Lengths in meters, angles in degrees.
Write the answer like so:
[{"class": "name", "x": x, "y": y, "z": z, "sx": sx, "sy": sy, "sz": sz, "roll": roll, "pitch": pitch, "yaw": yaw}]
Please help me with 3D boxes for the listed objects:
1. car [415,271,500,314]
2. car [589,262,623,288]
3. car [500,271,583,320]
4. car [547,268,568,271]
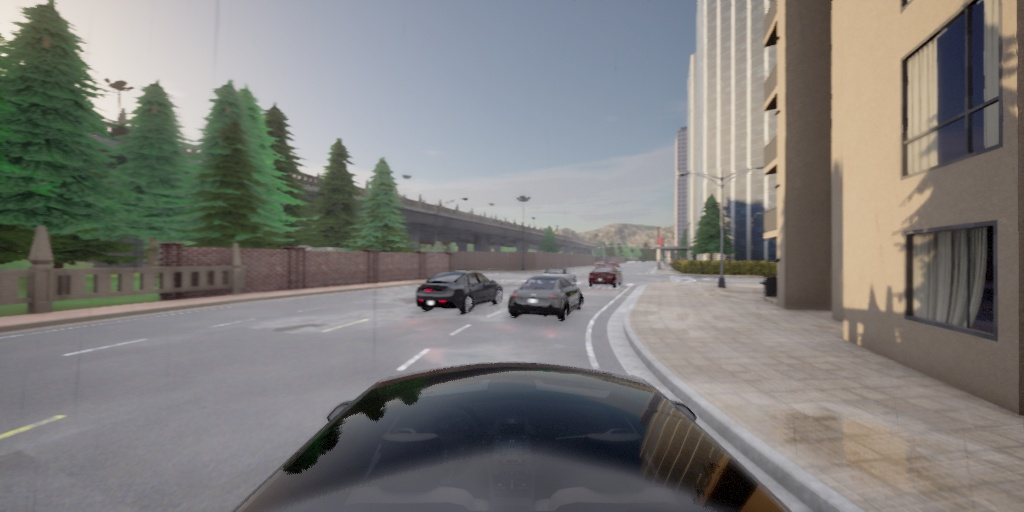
[{"class": "car", "x": -1.931, "y": 1.358, "z": 14.505, "sx": 1.837, "sy": 1.490, "sz": 4.892, "roll": 0, "pitch": 0, "yaw": 20}, {"class": "car", "x": 7.123, "y": 1.500, "z": 27.078, "sx": 1.882, "sy": 1.535, "sz": 5.008, "roll": 0, "pitch": 0, "yaw": 24}, {"class": "car", "x": 1.364, "y": 1.426, "z": 13.319, "sx": 1.994, "sy": 1.385, "sz": 4.181, "roll": 0, "pitch": -1, "yaw": 20}, {"class": "car", "x": 3.710, "y": 1.609, "z": 28.107, "sx": 1.895, "sy": 1.301, "sz": 4.718, "roll": 0, "pitch": -1, "yaw": 23}]
